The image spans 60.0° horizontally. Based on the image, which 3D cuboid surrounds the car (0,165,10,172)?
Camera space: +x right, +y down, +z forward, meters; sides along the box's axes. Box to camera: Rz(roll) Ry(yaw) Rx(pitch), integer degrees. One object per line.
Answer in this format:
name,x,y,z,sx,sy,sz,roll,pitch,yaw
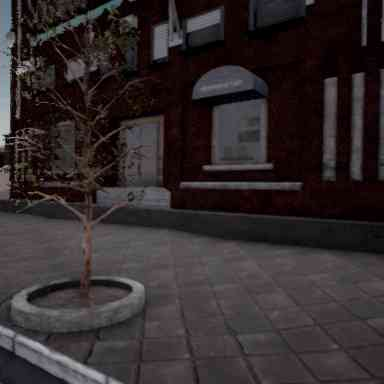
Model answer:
car,-25.757,-3.298,48.712,4.892,1.521,2.231,1,1,27
